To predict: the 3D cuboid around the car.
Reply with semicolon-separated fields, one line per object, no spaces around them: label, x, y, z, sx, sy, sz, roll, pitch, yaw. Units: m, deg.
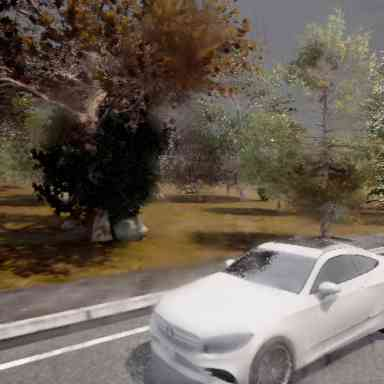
car;1.616;1.520;5.147;4.674;1.442;1.812;0;0;-36
